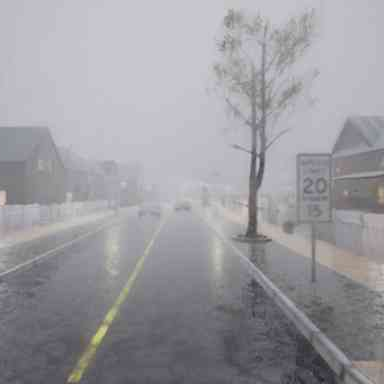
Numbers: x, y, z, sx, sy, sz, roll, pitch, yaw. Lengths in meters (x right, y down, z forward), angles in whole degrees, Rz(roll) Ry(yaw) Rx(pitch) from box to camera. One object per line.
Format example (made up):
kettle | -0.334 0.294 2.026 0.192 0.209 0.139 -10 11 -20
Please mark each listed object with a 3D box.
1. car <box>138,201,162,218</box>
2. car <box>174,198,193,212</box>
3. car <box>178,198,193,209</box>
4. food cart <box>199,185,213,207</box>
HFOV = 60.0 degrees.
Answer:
car | -3.845 1.619 31.054 1.812 1.442 4.674 0 0 -1
car | -1.038 1.737 39.918 1.895 1.301 4.718 0 0 1
car | -0.922 1.669 50.204 1.882 1.535 5.008 0 0 2
food cart | 2.403 0.694 57.328 2.280 3.560 4.660 1 1 3
